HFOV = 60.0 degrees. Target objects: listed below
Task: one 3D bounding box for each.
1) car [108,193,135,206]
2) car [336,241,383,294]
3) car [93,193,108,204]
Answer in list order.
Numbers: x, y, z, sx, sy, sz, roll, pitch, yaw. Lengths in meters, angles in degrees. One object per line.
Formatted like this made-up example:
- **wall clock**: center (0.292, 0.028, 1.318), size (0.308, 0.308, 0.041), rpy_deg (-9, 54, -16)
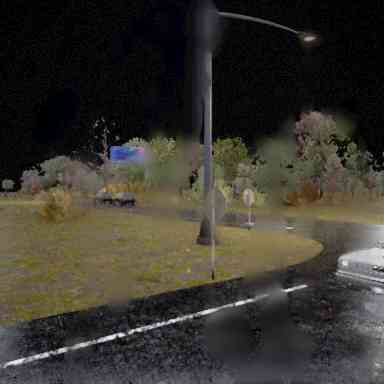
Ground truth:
- **car**: center (-10.885, 1.128, 52.718), size (2.150, 2.045, 5.566), rpy_deg (0, 0, -33)
- **car**: center (5.427, 1.594, 7.742), size (4.718, 1.301, 1.895), rpy_deg (0, 0, -35)
- **car**: center (-16.390, 1.110, 60.912), size (2.150, 2.045, 5.566), rpy_deg (0, 0, -34)
